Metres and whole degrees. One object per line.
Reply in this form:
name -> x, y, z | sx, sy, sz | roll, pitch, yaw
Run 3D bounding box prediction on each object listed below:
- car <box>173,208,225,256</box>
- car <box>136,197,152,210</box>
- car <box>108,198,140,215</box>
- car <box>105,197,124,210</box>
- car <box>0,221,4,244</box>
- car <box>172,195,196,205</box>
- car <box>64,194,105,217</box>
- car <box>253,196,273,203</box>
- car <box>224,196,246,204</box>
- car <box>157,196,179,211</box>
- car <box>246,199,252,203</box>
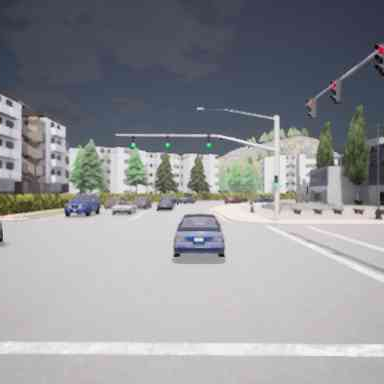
car -> 0.295, 1.564, 13.074 | 2.033, 1.411, 5.357 | 0, 0, 2
car -> -6.732, 1.407, 44.230 | 2.097, 1.767, 4.553 | 0, 0, 5
car -> -7.014, 1.644, 34.736 | 1.895, 1.301, 4.718 | 0, 0, -1
car -> -10.180, 1.408, 44.392 | 2.097, 1.767, 4.553 | 0, 0, 5
car -> -10.166, 1.370, 14.406 | 4.553, 1.767, 2.097 | 0, 0, 36
car -> -1.188, 1.626, 63.072 | 2.033, 1.411, 5.357 | 0, 0, 28
car -> -10.466, 1.262, 32.284 | 2.150, 2.045, 5.566 | 0, 0, -1
car -> 15.107, 1.628, 71.462 | 5.357, 1.411, 2.033 | 0, 0, -36
car -> 7.990, 1.605, 64.340 | 1.812, 1.442, 4.674 | 0, 0, 38
car -> -3.244, 1.617, 42.617 | 1.994, 1.385, 4.181 | 0, 0, 3
car -> 10.199, 1.641, 71.903 | 4.181, 1.385, 1.994 | 0, 0, -39
